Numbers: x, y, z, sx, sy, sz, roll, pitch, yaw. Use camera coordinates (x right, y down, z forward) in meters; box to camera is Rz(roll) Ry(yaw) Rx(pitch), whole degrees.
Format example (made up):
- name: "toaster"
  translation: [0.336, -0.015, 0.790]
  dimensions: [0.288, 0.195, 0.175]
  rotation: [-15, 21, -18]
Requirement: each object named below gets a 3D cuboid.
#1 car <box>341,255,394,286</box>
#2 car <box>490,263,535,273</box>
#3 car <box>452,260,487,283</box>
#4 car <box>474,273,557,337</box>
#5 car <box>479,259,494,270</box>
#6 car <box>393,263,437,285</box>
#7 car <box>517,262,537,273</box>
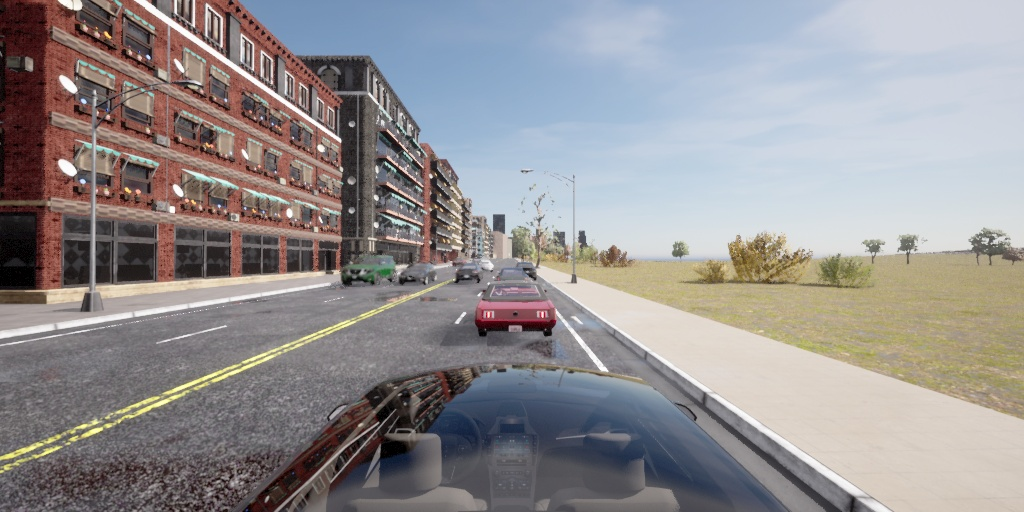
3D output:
- name: "car"
  translation: [-9.917, 0.973, 25.331]
  dimensions: [2.150, 2.045, 5.566]
  rotation: [0, 0, 0]
- name: "car"
  translation: [0.039, 1.315, 20.331]
  dimensions: [1.994, 1.385, 4.181]
  rotation: [0, 0, 0]
- name: "car"
  translation: [-3.225, 1.277, 27.758]
  dimensions: [1.812, 1.442, 4.674]
  rotation: [0, 0, 0]
- name: "car"
  translation: [0.076, 1.352, 10.301]
  dimensions: [1.895, 1.301, 4.718]
  rotation: [0, 0, 0]
- name: "car"
  translation: [-3.276, 1.275, 45.011]
  dimensions: [1.812, 1.442, 4.674]
  rotation: [0, 0, 0]
- name: "car"
  translation: [-6.669, 1.256, 25.779]
  dimensions: [1.837, 1.490, 4.892]
  rotation: [0, 0, 0]
- name: "car"
  translation: [1.056, 1.256, 30.325]
  dimensions: [1.837, 1.490, 4.892]
  rotation: [0, 0, 0]
